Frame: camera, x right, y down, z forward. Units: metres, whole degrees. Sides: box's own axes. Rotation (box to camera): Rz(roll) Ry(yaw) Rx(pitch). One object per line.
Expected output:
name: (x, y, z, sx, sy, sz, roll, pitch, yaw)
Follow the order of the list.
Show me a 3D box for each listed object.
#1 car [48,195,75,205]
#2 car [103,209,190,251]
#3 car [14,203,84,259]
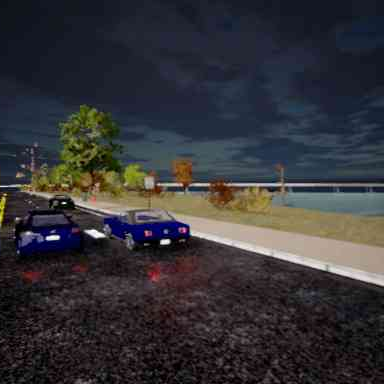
car: (-12.502, 0.956, 31.752, 1.994, 1.385, 4.181, -2, 2, -29)
car: (-1.956, 1.297, 12.726, 1.895, 1.301, 4.718, -2, 2, -29)
car: (-5.193, 1.335, 11.862, 1.994, 1.385, 4.181, -2, 2, -29)
